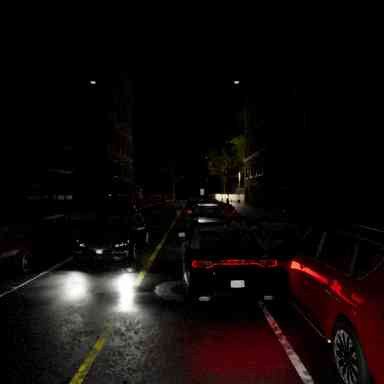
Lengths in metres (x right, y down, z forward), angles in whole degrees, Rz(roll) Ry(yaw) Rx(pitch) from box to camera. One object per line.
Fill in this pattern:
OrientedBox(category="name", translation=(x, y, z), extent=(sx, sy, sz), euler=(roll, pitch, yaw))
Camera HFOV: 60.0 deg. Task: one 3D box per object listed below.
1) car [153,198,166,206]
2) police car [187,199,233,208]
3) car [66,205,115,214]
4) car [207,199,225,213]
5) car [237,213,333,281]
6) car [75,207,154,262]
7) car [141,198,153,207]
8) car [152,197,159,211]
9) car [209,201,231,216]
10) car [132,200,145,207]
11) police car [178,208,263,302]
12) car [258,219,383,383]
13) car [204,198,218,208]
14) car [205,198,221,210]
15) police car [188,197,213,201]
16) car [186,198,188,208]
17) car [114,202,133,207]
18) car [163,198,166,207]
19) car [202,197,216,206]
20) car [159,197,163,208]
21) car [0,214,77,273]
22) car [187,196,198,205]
OrientedBox(category="car", translation=(-5.266, 1.600, 54.717), extent=(1.802, 1.307, 4.206), euler=(0, 0, 0))
OrientedBox(category="police car", translation=(0.864, 1.425, 18.518), extent=(1.930, 1.638, 5.238), euler=(0, 0, 0))
OrientedBox(category="car", translation=(-5.354, 1.551, 16.086), extent=(2.008, 1.369, 4.403), euler=(0, 0, 0))
OrientedBox(category="car", translation=(2.722, 1.531, 38.316), extent=(1.752, 1.417, 4.829), euler=(0, 0, 0))
OrientedBox(category="car", translation=(2.655, 1.525, 10.723), extent=(1.752, 1.417, 4.829), euler=(0, 0, 0))
OrientedBox(category="car", translation=(-2.723, 1.505, 12.198), extent=(1.837, 1.490, 4.892), euler=(0, 0, 0))
OrientedBox(category="car", translation=(-5.316, 1.553, 32.642), extent=(2.008, 1.369, 4.403), euler=(0, 0, 0))
OrientedBox(category="car", translation=(-5.304, 1.446, 38.161), extent=(1.967, 1.590, 4.097), euler=(0, 0, 0))
OrientedBox(category="car", translation=(2.709, 1.584, 32.627), extent=(1.802, 1.307, 4.206), euler=(0, 0, 0))
OrientedBox(category="car", translation=(-5.328, 1.567, 27.124), extent=(1.947, 1.339, 4.313), euler=(0, 0, 0))
OrientedBox(category="police car", translation=(0.693, 1.425, 8.482), extent=(1.930, 1.638, 5.238), euler=(0, 0, -3))
OrientedBox(category="car", translation=(2.646, 1.315, 5.036), extent=(2.192, 1.841, 5.009), euler=(0, 0, 0))
OrientedBox(category="car", translation=(2.747, 1.596, 49.182), extent=(1.802, 1.307, 4.206), euler=(0, 0, 0))
OrientedBox(category="car", translation=(2.734, 1.554, 43.664), extent=(1.887, 1.381, 4.507), euler=(0, 0, 0))
OrientedBox(category="police car", translation=(0.878, 1.426, 24.518), extent=(1.930, 1.638, 5.238), euler=(0, 0, 0))
OrientedBox(category="car", translation=(0.105, 1.612, 45.620), extent=(1.895, 1.301, 4.718), euler=(0, 0, 0))
OrientedBox(category="car", translation=(-5.341, 1.545, 21.605), extent=(1.887, 1.381, 4.507), euler=(0, 0, 0))
OrientedBox(category="car", translation=(-5.279, 1.454, 49.198), extent=(1.967, 1.590, 4.097), euler=(0, 0, 0))
OrientedBox(category="car", translation=(2.759, 1.584, 54.700), extent=(1.947, 1.339, 4.313), euler=(0, 0, 0))
OrientedBox(category="car", translation=(-5.292, 1.535, 43.509), extent=(1.752, 1.417, 4.829), euler=(0, 0, 0))
OrientedBox(category="car", translation=(-5.366, 1.582, 10.567), extent=(1.802, 1.307, 4.206), euler=(0, 0, 0))
OrientedBox(category="car", translation=(0.134, 1.548, 59.779), extent=(1.812, 1.442, 4.674), euler=(0, 0, 0))
